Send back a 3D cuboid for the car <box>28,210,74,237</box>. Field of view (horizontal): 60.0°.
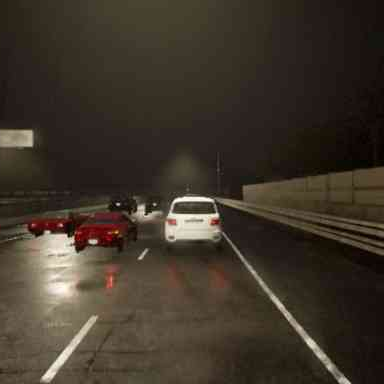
[{"bbox_3d":[-6.945,1.644,18.185,1.895,1.301,4.718,0,0,0],"label":"car"}]

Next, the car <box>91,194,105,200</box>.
[{"bbox_3d":[-17.985,1.388,67.215,2.150,2.045,5.566,0,0,-1],"label":"car"}]

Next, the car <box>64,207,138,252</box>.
[{"bbox_3d":[-3.431,1.558,13.857,1.812,1.442,4.674,0,0,0],"label":"car"}]

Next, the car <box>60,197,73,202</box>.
[{"bbox_3d":[-24.978,1.715,66.721,1.994,1.385,4.181,0,0,-1],"label":"car"}]

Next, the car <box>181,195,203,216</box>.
[{"bbox_3d":[-0.036,1.303,34.361,2.150,2.045,5.566,0,0,0],"label":"car"}]

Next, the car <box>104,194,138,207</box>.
[{"bbox_3d":[-7.036,1.303,34.314,2.150,2.045,5.566,0,0,0],"label":"car"}]

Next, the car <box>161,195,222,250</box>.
[{"bbox_3d":[0.067,1.255,14.562,2.150,2.045,5.566,0,0,0],"label":"car"}]

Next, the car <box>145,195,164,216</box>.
[{"bbox_3d":[-3.536,1.303,34.325,2.150,2.045,5.566,0,0,0],"label":"car"}]

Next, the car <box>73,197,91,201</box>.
[{"bbox_3d":[-21.479,1.703,66.775,2.033,1.411,5.357,0,0,-1],"label":"car"}]
